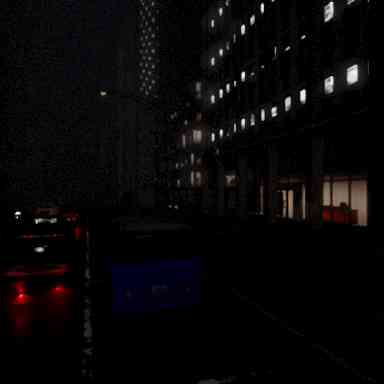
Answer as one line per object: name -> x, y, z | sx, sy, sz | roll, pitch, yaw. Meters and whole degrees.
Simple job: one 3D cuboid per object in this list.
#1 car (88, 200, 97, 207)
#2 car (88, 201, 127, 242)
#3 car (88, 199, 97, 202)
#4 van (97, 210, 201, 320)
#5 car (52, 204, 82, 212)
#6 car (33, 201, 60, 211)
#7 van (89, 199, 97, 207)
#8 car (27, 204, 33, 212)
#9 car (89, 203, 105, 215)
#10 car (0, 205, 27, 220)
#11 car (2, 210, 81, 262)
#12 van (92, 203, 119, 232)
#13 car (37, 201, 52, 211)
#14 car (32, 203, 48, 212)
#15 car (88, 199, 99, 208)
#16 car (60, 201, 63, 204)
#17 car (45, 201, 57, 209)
car -> -25.006, 2.804, 83.373 | 1.967, 1.590, 4.097 | 0, -1, -17
car -> -4.530, 1.615, 18.326 | 2.192, 1.841, 5.009 | -1, -1, -17
car -> -19.889, 2.414, 67.112 | 2.192, 1.841, 5.009 | 0, -1, -17
van -> -1.116, 1.462, 7.484 | 1.690, 1.788, 3.998 | -1, -1, -17
car -> -10.352, 1.993, 27.982 | 1.812, 1.442, 4.674 | 0, -1, -17
car -> -17.140, 2.143, 39.376 | 1.882, 1.535, 5.008 | 0, -1, -17
van -> -23.301, 2.617, 77.953 | 1.690, 1.788, 3.998 | 0, -1, -17
car -> -21.053, 2.284, 42.910 | 2.008, 1.369, 4.403 | 0, -1, -17
car -> -13.059, 2.295, 45.426 | 2.008, 1.369, 4.403 | 0, -1, -17
car -> -17.640, 2.107, 32.069 | 2.008, 1.369, 4.403 | 0, -1, -17
car -> -5.736, 1.720, 13.307 | 2.128, 1.511, 4.902 | 0, -1, -17
van -> -6.236, 1.730, 23.746 | 1.690, 1.788, 3.998 | -1, -1, -17
car -> -26.174, 2.440, 59.173 | 1.967, 1.590, 4.097 | 0, -1, -17
car -> -24.466, 2.493, 53.751 | 1.802, 1.307, 4.206 | 0, -1, -17
car -> -21.595, 2.503, 72.533 | 2.192, 1.841, 5.009 | 0, -1, -17
car -> -32.999, 2.919, 80.855 | 1.947, 1.339, 4.313 | 0, -1, -17
car -> -29.535, 2.700, 69.852 | 1.752, 1.417, 4.829 | 0, -1, -17
